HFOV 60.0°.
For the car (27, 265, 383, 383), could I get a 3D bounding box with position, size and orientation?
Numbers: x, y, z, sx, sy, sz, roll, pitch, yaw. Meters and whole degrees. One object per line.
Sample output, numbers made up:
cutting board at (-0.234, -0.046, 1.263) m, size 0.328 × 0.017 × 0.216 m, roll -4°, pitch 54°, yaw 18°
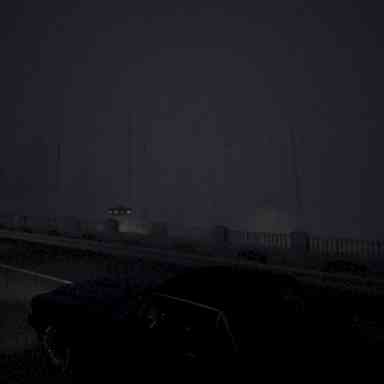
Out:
car at (0.100, 1.596, 3.920) m, size 4.718 × 1.301 × 1.895 m, roll 0°, pitch 0°, yaw 35°
